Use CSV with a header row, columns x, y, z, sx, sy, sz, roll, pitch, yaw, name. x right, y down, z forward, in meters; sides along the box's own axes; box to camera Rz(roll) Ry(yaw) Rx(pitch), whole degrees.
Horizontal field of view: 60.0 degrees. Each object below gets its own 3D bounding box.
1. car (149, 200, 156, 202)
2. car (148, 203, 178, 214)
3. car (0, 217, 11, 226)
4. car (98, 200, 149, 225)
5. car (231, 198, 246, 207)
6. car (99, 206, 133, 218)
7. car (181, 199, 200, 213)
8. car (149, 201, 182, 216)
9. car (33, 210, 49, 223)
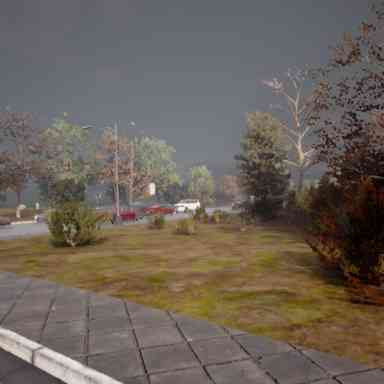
x,y,z,sx,sy,sz,roll,pitch,yaw,name
-6.472,2.124,43.185,2.150,2.045,5.566,-3,-2,32,car
-4.583,2.607,52.687,2.128,1.511,4.902,-3,-2,32,car
-17.322,2.387,26.300,2.033,1.411,5.357,-3,-2,34,car
-6.444,1.888,29.816,2.097,1.767,4.553,-3,-2,33,car
8.100,2.201,52.851,1.837,1.490,4.892,-3,-2,32,car
-10.043,2.615,44.051,1.994,1.385,4.181,-3,-2,32,car
-0.798,2.193,52.141,2.150,2.045,5.566,-3,-2,33,car
-3.786,2.210,40.510,1.882,1.535,5.008,-3,-2,32,car
-14.851,2.505,36.451,2.128,1.511,4.902,-3,-2,32,car
